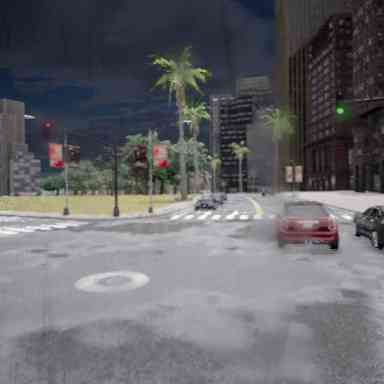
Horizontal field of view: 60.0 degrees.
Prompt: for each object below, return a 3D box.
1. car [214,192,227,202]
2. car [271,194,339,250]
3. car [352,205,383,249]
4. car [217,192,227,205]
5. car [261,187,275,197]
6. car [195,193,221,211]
[{"bbox_3d":[4.520,0.713,52.249,1.994,1.385,4.181,-1,1,7],"label":"car"},{"bbox_3d":[4.454,1.147,13.516,2.097,1.767,4.553,-1,1,13],"label":"car"},{"bbox_3d":[7.677,1.251,12.973,1.837,1.490,4.892,-1,1,13],"label":"car"},{"bbox_3d":[3.081,0.828,42.333,2.128,1.511,4.902,-1,1,9],"label":"car"},{"bbox_3d":[16.133,-0.106,70.682,2.150,2.045,5.566,-1,1,4],"label":"car"},{"bbox_3d":[1.473,1.081,32.778,1.994,1.385,4.181,-1,1,9],"label":"car"}]
